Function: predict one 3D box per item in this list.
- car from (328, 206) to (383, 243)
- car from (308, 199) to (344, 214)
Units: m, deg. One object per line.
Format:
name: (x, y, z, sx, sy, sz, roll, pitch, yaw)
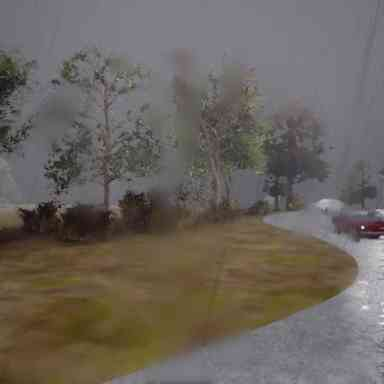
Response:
car: (8.119, 1.532, 15.704, 1.895, 1.301, 4.718, 0, 0, 10)
car: (13.499, 1.393, 33.247, 4.674, 1.442, 1.812, 0, 0, -38)
